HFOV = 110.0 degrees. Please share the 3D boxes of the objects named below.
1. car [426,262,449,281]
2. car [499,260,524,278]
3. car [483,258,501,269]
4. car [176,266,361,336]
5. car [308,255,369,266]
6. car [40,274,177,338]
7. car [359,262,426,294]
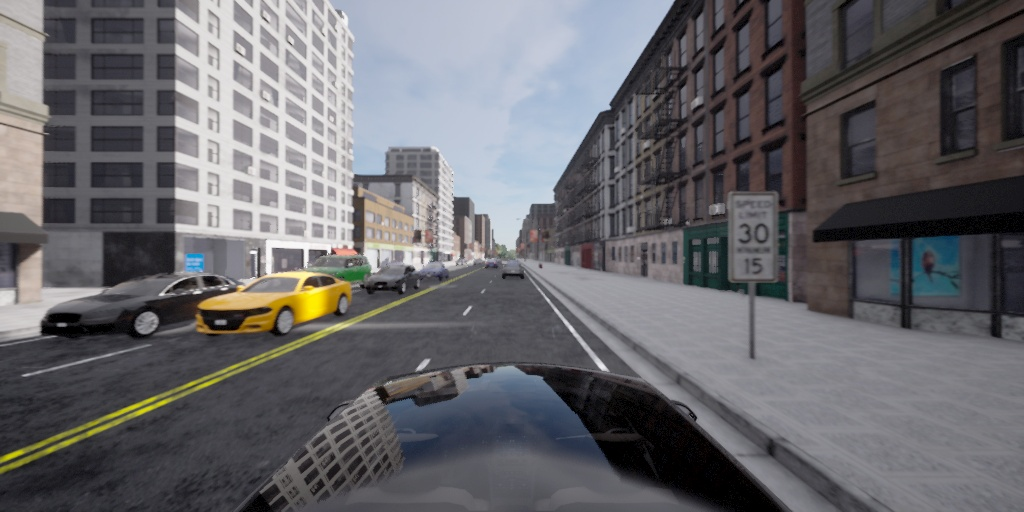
[{"bbox_3d":[-6.509,1.271,30.392,1.812,1.442,4.674,0,0,0],"label":"car"},{"bbox_3d":[0.092,1.308,33.359,1.994,1.385,4.181,0,0,0],"label":"car"},{"bbox_3d":[-3.168,1.261,57.427,1.812,1.442,4.674,0,0,0],"label":"car"},{"bbox_3d":[-6.582,1.228,10.609,1.882,1.535,5.008,0,0,0],"label":"car"},{"bbox_3d":[-9.773,0.970,20.092,2.150,2.045,5.566,0,0,1],"label":"car"},{"bbox_3d":[-9.835,1.256,10.270,1.837,1.490,4.892,0,0,0],"label":"car"},{"bbox_3d":[-6.524,1.253,20.199,1.837,1.490,4.892,0,0,0],"label":"car"}]
